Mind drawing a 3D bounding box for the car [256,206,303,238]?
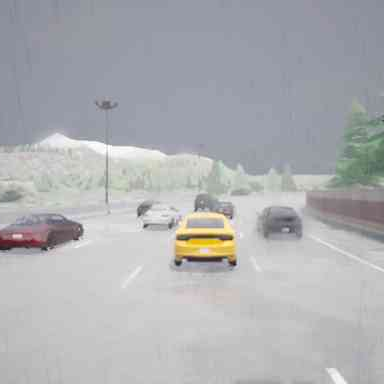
[{"bbox_3d":[4.549,1.497,17.645,1.837,1.490,4.892,-1,0,6],"label":"car"}]

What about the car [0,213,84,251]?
[{"bbox_3d":[-6.301,1.608,14.322,1.994,1.385,4.181,0,0,5],"label":"car"}]

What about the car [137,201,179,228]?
[{"bbox_3d":[-1.914,1.554,22.002,1.812,1.442,4.674,0,0,8],"label":"car"}]

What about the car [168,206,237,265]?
[{"bbox_3d":[0.497,1.485,11.738,1.882,1.535,5.008,0,0,3],"label":"car"}]

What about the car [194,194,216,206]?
[{"bbox_3d":[1.799,1.248,39.753,2.150,2.045,5.566,0,0,15],"label":"car"}]

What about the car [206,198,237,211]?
[{"bbox_3d":[2.861,1.558,29.502,2.033,1.411,5.357,0,0,12],"label":"car"}]

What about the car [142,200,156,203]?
[{"bbox_3d":[-3.748,1.550,31.836,1.837,1.490,4.892,0,0,11],"label":"car"}]
